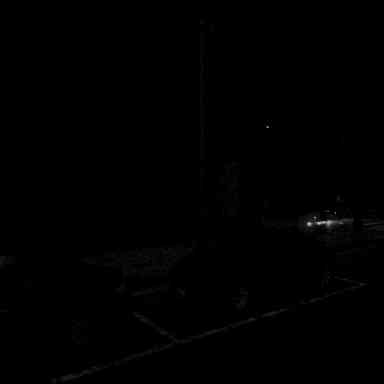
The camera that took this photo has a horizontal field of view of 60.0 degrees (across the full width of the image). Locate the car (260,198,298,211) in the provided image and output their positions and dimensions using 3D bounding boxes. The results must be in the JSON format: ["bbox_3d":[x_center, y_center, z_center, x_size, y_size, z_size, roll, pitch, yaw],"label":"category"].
[{"bbox_3d":[10.471,1.494,40.202,1.994,1.385,4.181,0,0,-36],"label":"car"}]

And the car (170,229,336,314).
[{"bbox_3d":[1.555,1.565,7.643,4.313,1.339,1.947,0,0,-35],"label":"car"}]

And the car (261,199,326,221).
[{"bbox_3d":[7.682,1.531,27.148,2.033,1.411,5.357,0,0,-36],"label":"car"}]

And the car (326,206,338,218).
[{"bbox_3d":[10.264,1.479,29.125,1.837,1.490,4.892,0,0,-36],"label":"car"}]

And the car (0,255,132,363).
[{"bbox_3d":[-2.883,1.582,4.478,4.206,1.307,1.802,0,0,-35],"label":"car"}]
